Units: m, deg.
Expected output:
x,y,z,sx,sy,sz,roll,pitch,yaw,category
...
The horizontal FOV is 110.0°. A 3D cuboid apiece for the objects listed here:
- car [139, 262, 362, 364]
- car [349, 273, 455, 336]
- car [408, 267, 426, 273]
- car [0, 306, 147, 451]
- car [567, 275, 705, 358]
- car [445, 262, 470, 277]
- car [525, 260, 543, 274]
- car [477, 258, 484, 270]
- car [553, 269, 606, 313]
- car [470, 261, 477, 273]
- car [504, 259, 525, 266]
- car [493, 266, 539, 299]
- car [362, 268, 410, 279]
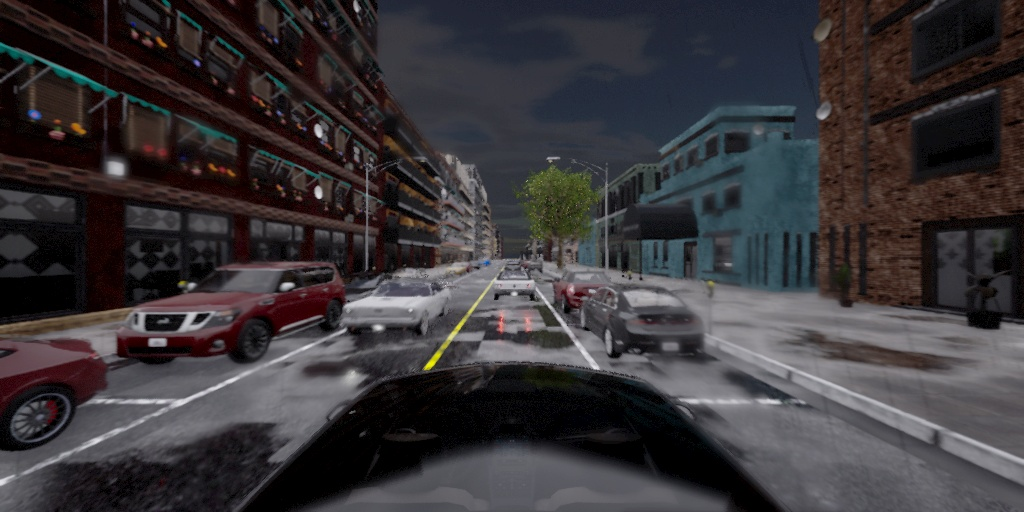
x,y,z,sx,sy,sz,roll,pitch,yaw,category
-5.687,1.068,8.270,2.192,1.841,5.009,0,0,0,car
-3.086,1.355,10.518,1.895,1.301,4.718,0,0,0,car
-5.681,1.314,19.663,2.007,1.370,4.403,0,0,0,car
-5.690,1.333,2.574,1.802,1.307,4.207,0,0,0,car
2.694,1.303,8.264,2.007,1.370,4.403,0,0,0,car
-5.673,1.308,36.584,1.751,1.417,4.829,0,0,0,car
2.711,1.340,42.445,2.007,1.370,4.403,0,0,0,car
-5.664,1.374,53.843,1.948,1.339,4.313,0,0,0,car
2.697,1.197,13.961,1.967,1.591,4.097,0,0,0,car
-5.670,1.335,42.451,1.888,1.381,4.507,0,0,0,car
0.121,1.279,41.286,2.128,1.511,4.902,0,0,0,car
0.109,1.362,17.936,1.895,1.301,4.718,0,0,0,car
-5.684,1.323,13.967,1.948,1.339,4.313,0,0,0,car
